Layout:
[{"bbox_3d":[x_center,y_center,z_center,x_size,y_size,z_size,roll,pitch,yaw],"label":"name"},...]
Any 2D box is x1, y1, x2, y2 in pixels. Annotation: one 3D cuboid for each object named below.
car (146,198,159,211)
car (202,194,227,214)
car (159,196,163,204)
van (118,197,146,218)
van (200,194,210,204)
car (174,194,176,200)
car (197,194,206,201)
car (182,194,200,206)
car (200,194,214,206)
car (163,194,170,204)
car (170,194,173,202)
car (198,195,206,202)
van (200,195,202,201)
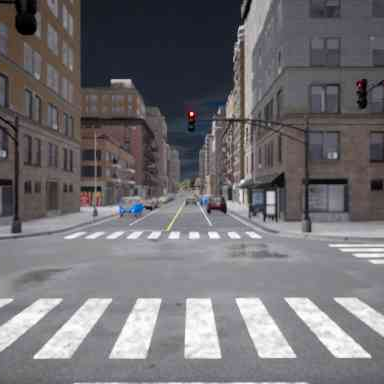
[{"bbox_3d":[-5.539,1.568,40.951,1.947,1.339,4.313,0,0,0],"label":"car"},{"bbox_3d":[2.589,1.317,35.573,2.192,1.841,5.009,0,0,0],"label":"car"},{"bbox_3d":[-5.556,1.547,46.357,1.887,1.381,4.507,0,0,0],"label":"car"},{"bbox_3d":[-5.505,1.343,30.138,1.690,1.788,3.998,0,0,0],"label":"van"},{"bbox_3d":[2.473,1.343,62.605,1.690,1.788,3.998,0,0,0],"label":"van"},{"bbox_3d":[-5.656,1.316,78.794,2.192,1.841,5.009,0,0,0],"label":"car"},{"bbox_3d":[2.380,1.441,84.229,1.967,1.590,4.097,0,0,0],"label":"car"},{"bbox_3d":[-0.130,1.494,55.275,2.128,1.511,4.902,0,0,1],"label":"car"},{"bbox_3d":[2.496,1.317,57.199,2.192,1.841,5.009,0,0,0],"label":"car"},{"bbox_3d":[-5.605,1.527,62.407,1.752,1.417,4.829,0,0,0],"label":"car"},{"bbox_3d":[-5.623,1.553,67.982,2.008,1.369,4.403,0,0,0],"label":"car"},{"bbox_3d":[2.403,1.527,78.993,1.752,1.417,4.829,0,0,0],"label":"car"},{"bbox_3d":[2.520,1.343,51.792,1.690,1.788,3.998,0,0,0],"label":"van"}]
